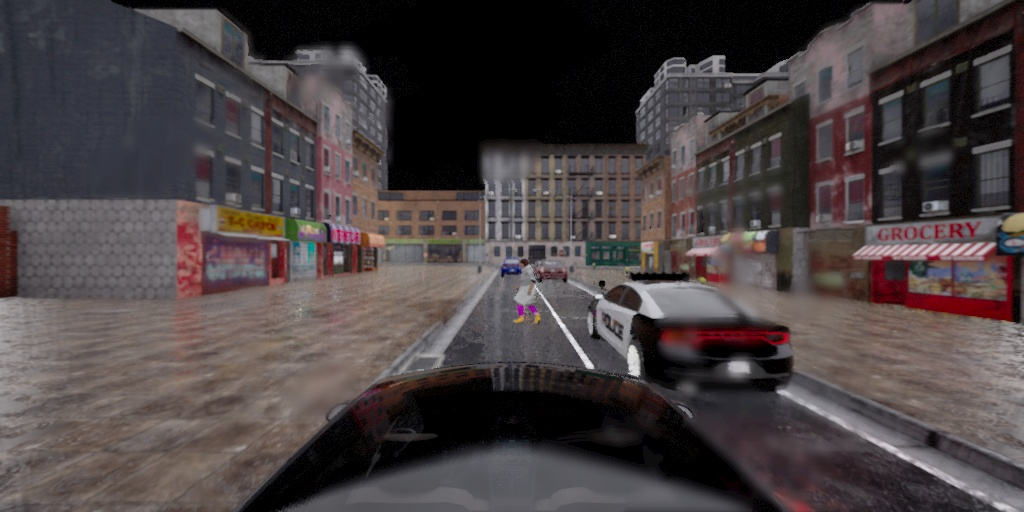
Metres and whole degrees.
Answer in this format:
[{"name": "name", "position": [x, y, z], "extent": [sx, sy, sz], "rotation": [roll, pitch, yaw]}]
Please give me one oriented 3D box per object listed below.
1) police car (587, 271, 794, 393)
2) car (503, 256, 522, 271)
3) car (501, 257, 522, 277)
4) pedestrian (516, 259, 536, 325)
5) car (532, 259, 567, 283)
[{"name": "police car", "position": [2.751, 1.118, 6.910], "extent": [1.930, 1.638, 5.238], "rotation": [0, 1, 0]}, {"name": "car", "position": [-0.036, 0.813, 40.274], "extent": [1.882, 1.535, 5.008], "rotation": [0, 1, -3]}, {"name": "car", "position": [0.068, 0.920, 30.010], "extent": [1.882, 1.535, 5.008], "rotation": [0, 1, 0]}, {"name": "pedestrian", "position": [0.380, 0.952, 9.926], "extent": [0.375, 1.860, 0.375], "rotation": [0, 0, 0]}, {"name": "car", "position": [2.644, 0.936, 24.892], "extent": [1.967, 1.591, 4.097], "rotation": [0, 0, 0]}]
